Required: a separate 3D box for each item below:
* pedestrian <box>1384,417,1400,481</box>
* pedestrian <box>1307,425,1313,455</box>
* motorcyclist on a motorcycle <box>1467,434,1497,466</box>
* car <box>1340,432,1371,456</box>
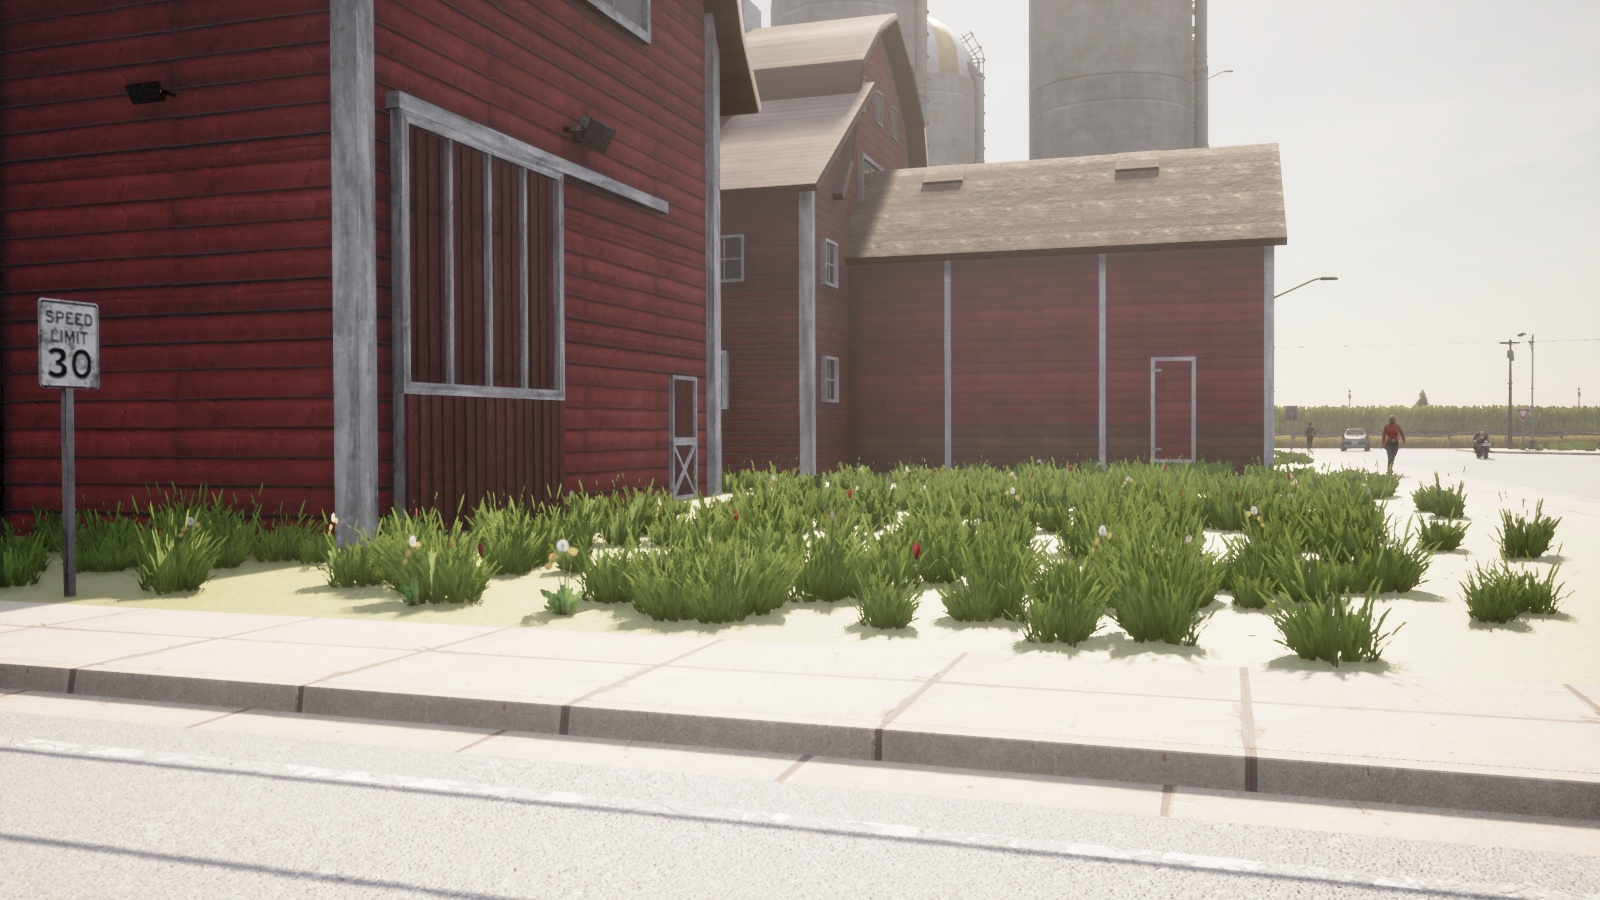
[{"bbox_3d":[17.265,-0.040,36.642,0.331,1.846,0.636,1,1,18],"label":"pedestrian"},{"bbox_3d":[30.527,-0.607,75.144,0.328,1.805,0.869,1,1,21],"label":"pedestrian"},{"bbox_3d":[33.774,-0.008,62.220,0.866,1.530,2.191,1,1,18],"label":"motorcyclist on a motorcycle"},{"bbox_3d":[37.003,-0.395,83.607,1.789,1.549,3.705,0,1,25],"label":"car"}]
